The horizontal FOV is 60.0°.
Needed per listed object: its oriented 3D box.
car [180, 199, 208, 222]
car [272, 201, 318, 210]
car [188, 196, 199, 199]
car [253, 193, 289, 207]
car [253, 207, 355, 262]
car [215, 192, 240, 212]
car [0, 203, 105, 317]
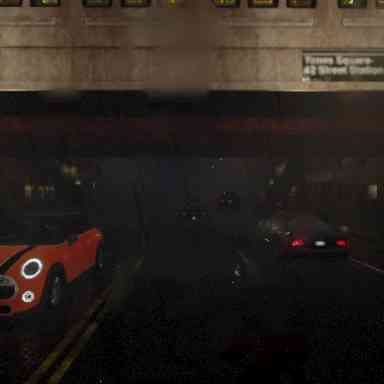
[{"bbox_3d":[0.154,1.465,24.574,1.895,1.301,4.718,0,0,1],"label":"car"},{"bbox_3d":[6.722,1.480,20.854,1.895,1.301,4.718,0,0,0],"label":"car"},{"bbox_3d":[0.206,1.258,42.513,2.128,1.511,4.902,0,0,0],"label":"car"},{"bbox_3d":[6.676,1.073,28.248,2.435,2.045,5.566,0,0,0],"label":"car"},{"bbox_3d":[3.605,1.482,11.844,2.033,1.411,5.357,0,0,0],"label":"car"},{"bbox_3d":[3.718,1.028,35.075,2.150,2.045,5.566,0,0,0],"label":"car"},{"bbox_3d":[-3.553,1.308,7.654,2.097,1.767,4.553,0,0,1],"label":"car"}]
